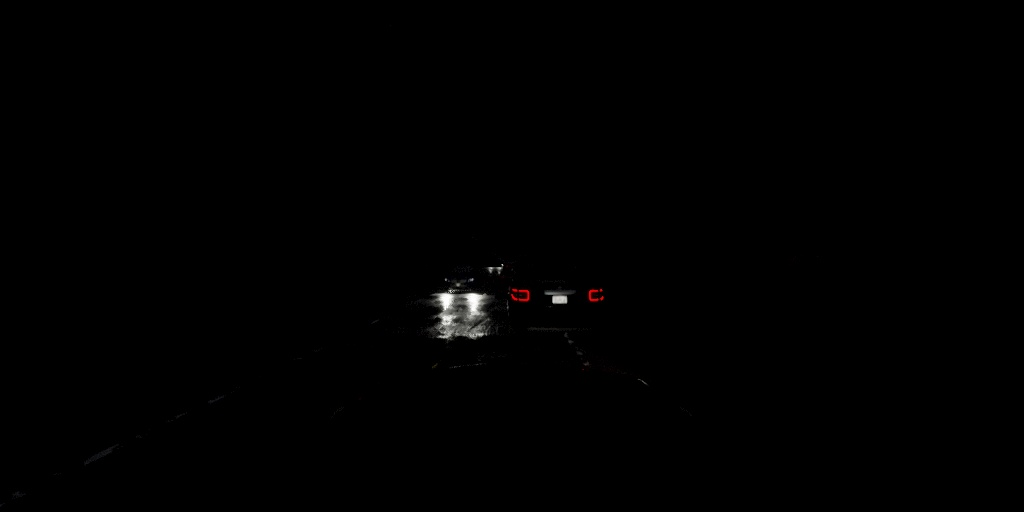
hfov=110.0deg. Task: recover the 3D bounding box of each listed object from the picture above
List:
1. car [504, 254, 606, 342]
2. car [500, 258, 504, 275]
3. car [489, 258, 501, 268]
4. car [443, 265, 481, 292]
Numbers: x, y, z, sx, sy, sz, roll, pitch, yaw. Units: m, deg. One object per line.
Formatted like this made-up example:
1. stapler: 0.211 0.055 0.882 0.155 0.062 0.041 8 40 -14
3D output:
1. car: 0.955 0.970 9.872 2.150 2.045 5.566 0 0 0
2. car: 0.028 1.199 37.946 1.882 1.535 5.008 0 0 0
3. car: -2.898 1.201 61.779 1.837 1.490 4.892 0 0 0
4. car: -2.873 1.262 21.452 1.812 1.442 4.674 0 0 0
